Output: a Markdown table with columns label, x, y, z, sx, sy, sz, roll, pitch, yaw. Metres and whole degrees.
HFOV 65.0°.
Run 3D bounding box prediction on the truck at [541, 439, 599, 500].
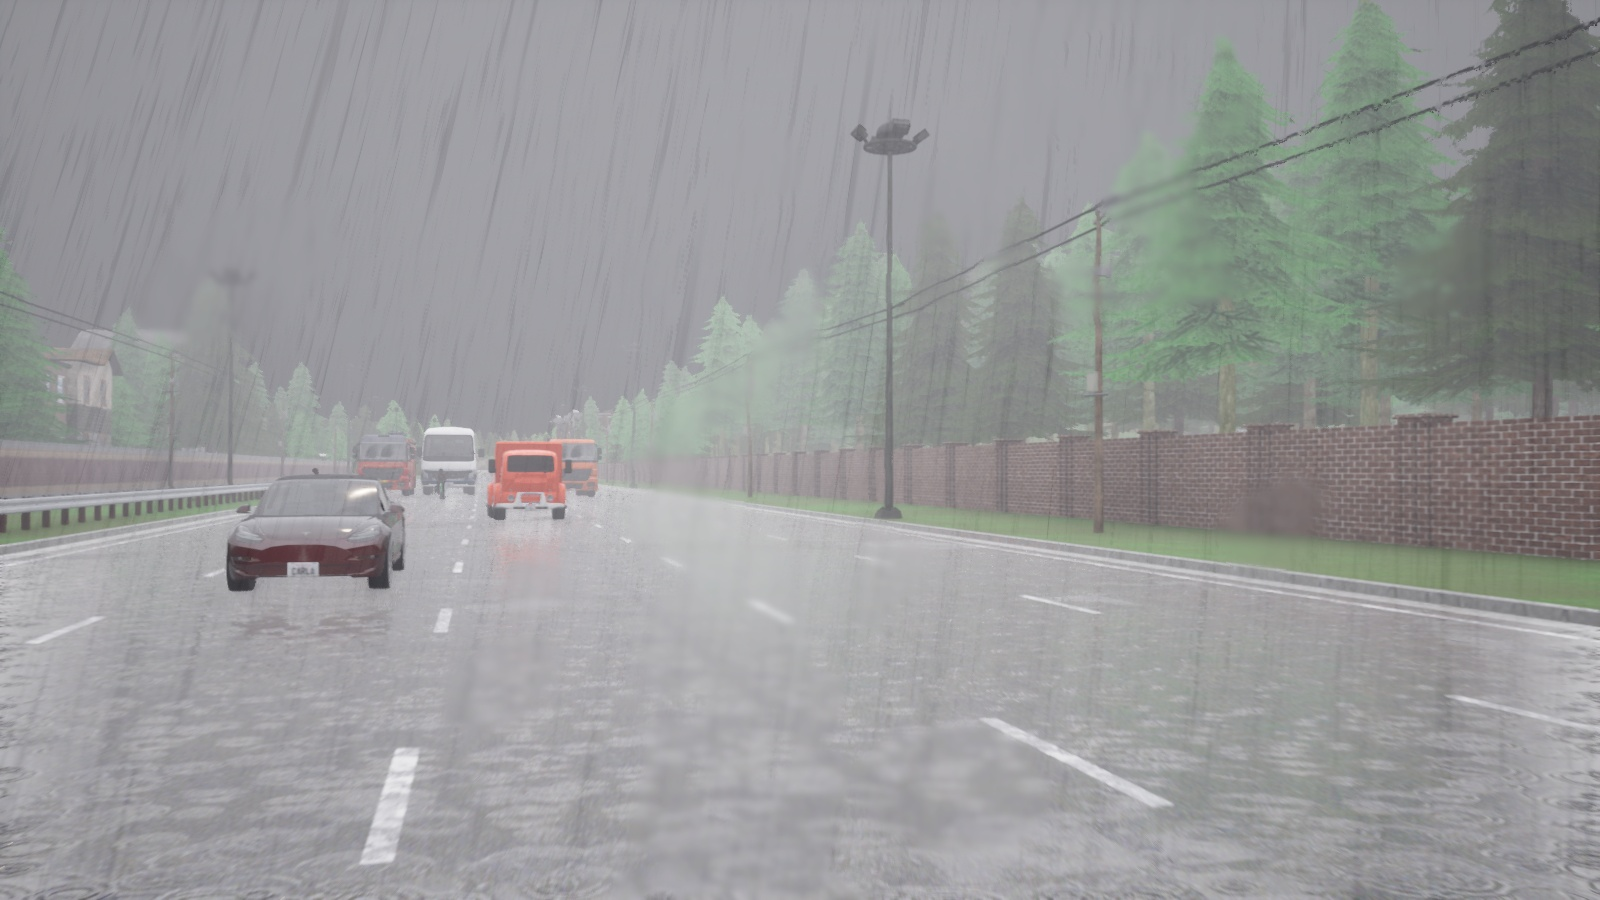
| label | x | y | z | sx | sy | sz | roll | pitch | yaw |
| --- | --- | --- | --- | --- | --- | --- | --- | --- | --- |
| truck | -13.861 | 1.150 | 75.278 | 2.891 | 3.462 | 7.936 | 0 | -1 | -14 |

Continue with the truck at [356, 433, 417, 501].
| label | x | y | z | sx | sy | sz | roll | pitch | yaw |
| --- | --- | --- | --- | --- | --- | --- | --- | --- | --- |
| truck | -24.722 | 1.013 | 75.423 | 2.891 | 3.827 | 8.468 | 0 | -1 | -14 |

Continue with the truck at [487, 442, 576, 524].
| label | x | y | z | sx | sy | sz | roll | pitch | yaw |
| --- | --- | --- | --- | --- | --- | --- | --- | --- | --- |
| truck | -8.755 | 1.042 | 40.522 | 2.627 | 2.467 | 5.204 | 0 | -1 | -14 |

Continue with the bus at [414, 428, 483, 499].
| label | x | y | z | sx | sy | sz | roll | pitch | yaw |
| --- | --- | --- | --- | --- | --- | --- | --- | --- | --- |
| bus | -22.444 | 0.881 | 80.727 | 3.944 | 4.253 | 10.273 | 0 | -1 | -14 |

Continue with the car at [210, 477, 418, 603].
| label | x | y | z | sx | sy | sz | roll | pitch | yaw |
| --- | --- | --- | --- | --- | --- | --- | --- | --- | --- |
| car | -6.649 | 1.138 | 17.730 | 2.163 | 1.488 | 4.792 | 0 | -1 | -14 |
